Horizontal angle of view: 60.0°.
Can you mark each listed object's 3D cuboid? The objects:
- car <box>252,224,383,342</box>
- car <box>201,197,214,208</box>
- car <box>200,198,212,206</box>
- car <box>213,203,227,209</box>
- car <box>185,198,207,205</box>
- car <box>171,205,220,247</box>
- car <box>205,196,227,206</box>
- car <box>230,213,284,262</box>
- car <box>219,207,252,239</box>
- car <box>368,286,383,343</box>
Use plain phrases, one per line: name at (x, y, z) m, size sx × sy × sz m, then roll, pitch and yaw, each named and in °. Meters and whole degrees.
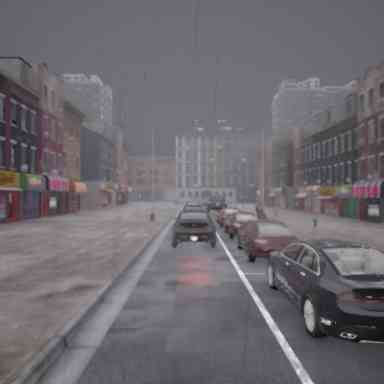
car at (2.643, 1.580, 6.461) m, size 2.008 × 1.369 × 4.403 m, roll 1°, pitch 0°, yaw 0°
car at (2.615, 1.734, 55.994) m, size 1.967 × 1.590 × 4.097 m, roll 0°, pitch 0°, yaw 0°
car at (2.612, 1.878, 61.496) m, size 2.008 × 1.369 × 4.403 m, roll 0°, pitch 0°, yaw 0°
car at (2.633, 1.691, 22.972) m, size 1.802 × 1.307 × 4.206 m, roll 0°, pitch 0°, yaw 0°
car at (0.081, 1.648, 32.159) m, size 2.128 × 1.511 × 4.902 m, roll 0°, pitch 0°, yaw 0°
car at (0.088, 1.576, 15.430) m, size 1.837 × 1.490 × 4.892 m, roll 0°, pitch 0°, yaw 0°
car at (2.731, 1.413, 37.841) m, size 2.150 × 2.045 × 5.566 m, roll 0°, pitch 0°, yaw 0°
car at (2.639, 1.637, 11.964) m, size 1.802 × 1.307 × 4.206 m, roll 1°, pitch 0°, yaw 0°
car at (2.636, 1.664, 17.468) m, size 1.802 × 1.307 × 4.206 m, roll 1°, pitch 0°, yaw 0°
car at (2.646, 1.571, 0.958) m, size 1.947 × 1.339 × 4.313 m, roll 1°, pitch 0°, yaw 0°
